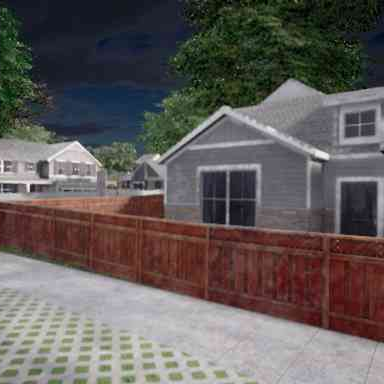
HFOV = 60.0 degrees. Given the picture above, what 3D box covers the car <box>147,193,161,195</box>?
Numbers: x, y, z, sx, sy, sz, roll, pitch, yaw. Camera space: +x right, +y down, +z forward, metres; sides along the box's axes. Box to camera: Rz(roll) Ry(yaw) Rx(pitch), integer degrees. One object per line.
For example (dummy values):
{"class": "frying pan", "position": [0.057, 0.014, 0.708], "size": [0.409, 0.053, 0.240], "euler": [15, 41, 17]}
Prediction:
{"class": "car", "position": [-3.791, 0.864, 33.093], "size": [1.812, 1.442, 4.674], "euler": [1, 2, 35]}
